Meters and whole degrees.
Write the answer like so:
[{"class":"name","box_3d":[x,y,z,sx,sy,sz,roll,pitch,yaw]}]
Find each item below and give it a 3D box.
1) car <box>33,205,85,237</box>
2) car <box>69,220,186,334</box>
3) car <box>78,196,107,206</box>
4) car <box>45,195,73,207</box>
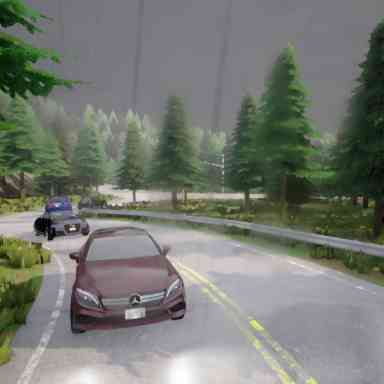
[{"class":"car","box_3d":[-7.063,1.661,17.809,1.994,1.385,4.181,-4,2,-38]},{"class":"car","box_3d":[-1.520,1.522,7.077,1.812,1.442,4.674,-2,0,-17]},{"class":"car","box_3d":[-12.712,1.284,42.816,2.097,1.767,4.553,2,2,13]},{"class":"car","box_3d":[-12.857,1.322,32.226,2.150,2.045,5.566,-1,0,-18]}]
